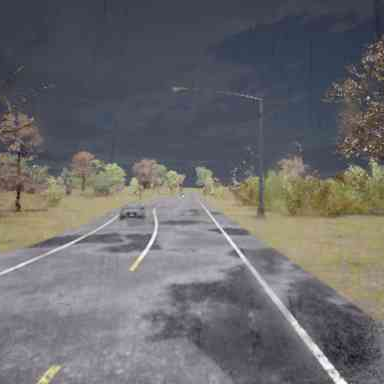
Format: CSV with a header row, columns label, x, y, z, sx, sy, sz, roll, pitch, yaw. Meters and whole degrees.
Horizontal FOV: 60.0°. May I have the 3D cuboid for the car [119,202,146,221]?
label,x,y,z,sx,sy,sz,roll,pitch,yaw
car,-4.785,1.548,27.171,1.994,1.385,4.181,0,0,-7
